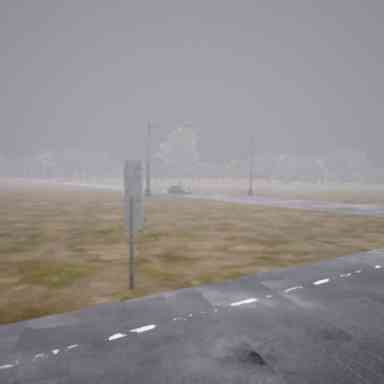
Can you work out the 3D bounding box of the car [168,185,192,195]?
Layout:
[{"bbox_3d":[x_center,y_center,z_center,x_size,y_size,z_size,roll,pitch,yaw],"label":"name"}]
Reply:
[{"bbox_3d":[-1.870,-0.284,51.427,2.128,1.511,4.902,0,2,-33],"label":"car"}]
